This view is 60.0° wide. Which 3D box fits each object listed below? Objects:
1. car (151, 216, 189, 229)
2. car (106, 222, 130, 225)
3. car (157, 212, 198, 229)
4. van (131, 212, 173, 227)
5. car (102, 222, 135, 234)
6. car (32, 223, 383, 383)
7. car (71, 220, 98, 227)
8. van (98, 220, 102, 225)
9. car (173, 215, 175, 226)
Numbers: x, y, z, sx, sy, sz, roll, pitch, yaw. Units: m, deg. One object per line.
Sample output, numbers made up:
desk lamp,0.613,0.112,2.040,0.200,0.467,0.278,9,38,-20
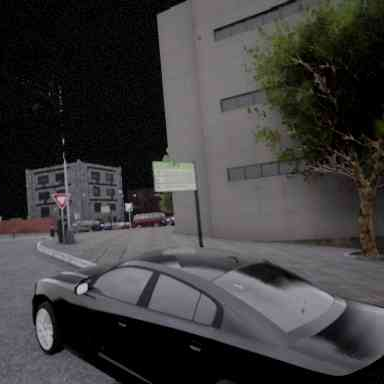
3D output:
car,-3.167,4.396,47.730,5.008,1.535,2.097,-7,-8,21
car,-10.407,5.260,50.352,1.812,1.442,4.674,-7,-7,22
car,-2.167,4.396,50.288,5.566,2.045,2.435,-7,-8,22
van,-5.212,3.709,42.535,4.442,1.987,1.878,-7,-7,22
car,-12.655,6.238,57.335,5.366,1.575,1.946,-7,-8,22
car,-0.194,1.462,4.216,5.008,1.535,1.882,1,1,40
car,-14.190,4.563,41.173,1.994,1.385,4.181,-7,-6,22
van,-15.838,5.263,49.528,4.442,1.987,1.878,-7,-7,22
car,-4.215,4.184,45.107,4.792,1.488,2.163,-7,-7,22
